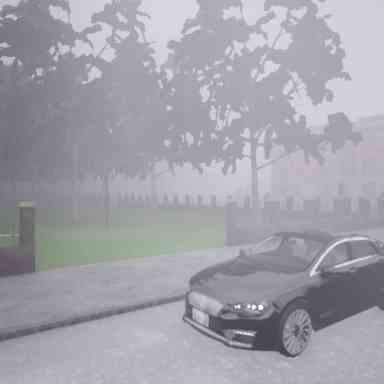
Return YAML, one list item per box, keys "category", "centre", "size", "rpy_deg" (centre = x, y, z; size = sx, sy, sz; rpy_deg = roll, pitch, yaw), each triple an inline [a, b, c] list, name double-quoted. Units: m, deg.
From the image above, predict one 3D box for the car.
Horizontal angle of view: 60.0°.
- category: "car"
  centre: [2.118, 1.489, 6.099]
  size: [4.902, 1.511, 2.128]
  rpy_deg: [0, 0, -35]
